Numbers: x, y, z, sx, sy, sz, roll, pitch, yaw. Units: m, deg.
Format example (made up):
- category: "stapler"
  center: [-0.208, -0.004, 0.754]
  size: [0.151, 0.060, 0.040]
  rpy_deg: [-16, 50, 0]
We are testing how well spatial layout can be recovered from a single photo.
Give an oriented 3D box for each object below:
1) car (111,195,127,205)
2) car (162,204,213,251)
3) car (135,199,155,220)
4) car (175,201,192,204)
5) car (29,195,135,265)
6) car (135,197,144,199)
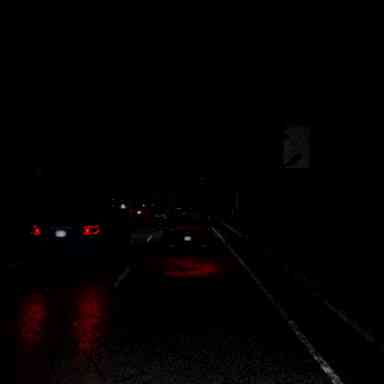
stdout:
- category: "car"
  center: [-12.833, 1.368, 58.896]
  size: [2.097, 1.767, 4.553]
  rpy_deg: [0, 0, -2]
- category: "car"
  center: [-0.200, 1.480, 14.137]
  size: [1.882, 1.535, 5.008]
  rpy_deg: [0, 0, -1]
- category: "car"
  center: [-4.218, 1.572, 28.079]
  size: [1.994, 1.385, 4.181]
  rpy_deg: [0, 0, -2]
- category: "car"
  center: [-0.717, 1.498, 28.121]
  size: [2.128, 1.511, 4.902]
  rpy_deg: [0, 0, -2]
- category: "car"
  center: [-3.655, 1.227, 11.825]
  size: [2.150, 2.045, 5.566]
  rpy_deg: [0, 0, -1]
- category: "car"
  center: [-9.302, 1.578, 58.146]
  size: [1.994, 1.385, 4.181]
  rpy_deg: [0, 0, -2]
